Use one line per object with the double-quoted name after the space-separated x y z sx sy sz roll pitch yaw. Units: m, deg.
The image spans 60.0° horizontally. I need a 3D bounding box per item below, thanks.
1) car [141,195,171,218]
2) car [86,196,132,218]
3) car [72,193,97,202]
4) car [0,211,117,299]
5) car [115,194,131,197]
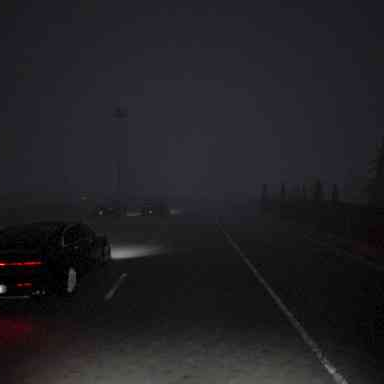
-2.964 1.278 27.789 2.128 1.511 4.902 0 1 5 "car"
-6.559 1.327 26.810 1.812 1.442 4.674 0 0 4 "car"
-16.259 1.009 51.038 2.097 1.767 4.553 0 0 17 "car"
-3.416 1.445 8.296 1.837 1.490 4.892 0 0 0 "car"
-11.598 1.110 54.131 2.128 1.511 4.902 0 0 20 "car"
